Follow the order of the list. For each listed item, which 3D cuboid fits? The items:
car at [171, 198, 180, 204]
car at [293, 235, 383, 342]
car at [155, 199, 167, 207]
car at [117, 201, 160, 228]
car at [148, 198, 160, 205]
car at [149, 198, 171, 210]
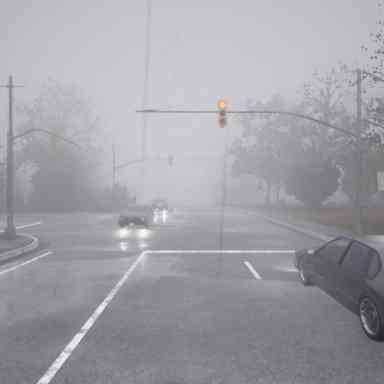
[{"bbox_3d":[-4.521,2.189,82.972,2.097,1.767,4.553,0,-1,-22],"label":"car"},{"bbox_3d":[3.593,1.547,6.415,2.033,1.411,5.357,0,0,0],"label":"car"},{"bbox_3d":[-5.381,1.901,57.346,1.895,1.301,4.718,0,-1,-8],"label":"car"},{"bbox_3d":[-3.639,1.548,22.639,2.033,1.411,5.357,0,0,0],"label":"car"},{"bbox_3d":[-8.333,2.145,72.516,1.837,1.490,4.892,0,-1,-16],"label":"car"},{"bbox_3d":[-4.120,1.570,43.568,2.128,1.511,4.902,0,-1,-3],"label":"car"}]
